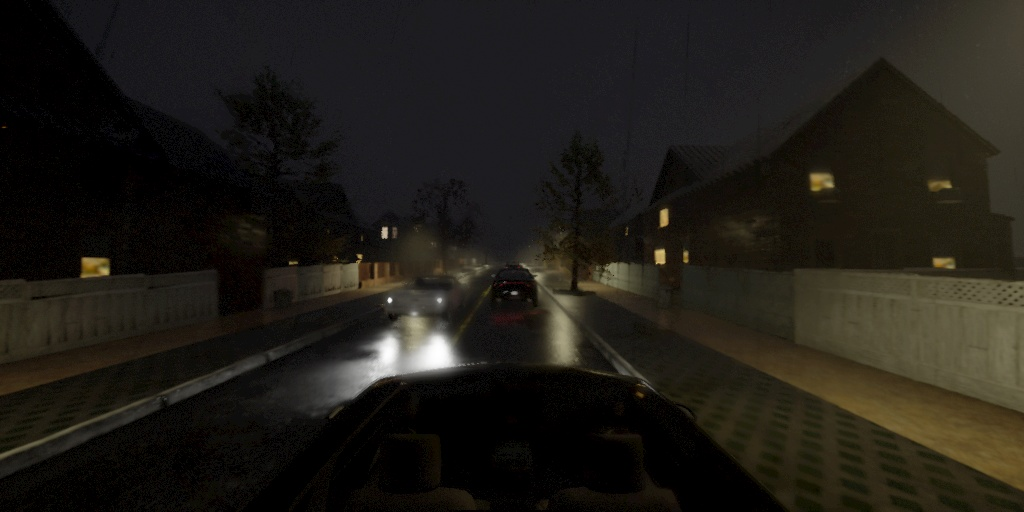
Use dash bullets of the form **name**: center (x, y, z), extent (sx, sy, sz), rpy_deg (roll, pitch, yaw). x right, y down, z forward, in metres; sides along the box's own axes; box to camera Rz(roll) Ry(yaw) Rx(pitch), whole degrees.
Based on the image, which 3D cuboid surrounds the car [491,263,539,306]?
- **car**: center (0.104, 1.239, 15.835), extent (1.882, 1.535, 5.008), rpy_deg (0, 0, 0)

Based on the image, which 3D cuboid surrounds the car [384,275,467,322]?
- **car**: center (-2.788, 1.359, 12.496), extent (1.895, 1.301, 4.718), rpy_deg (0, 0, 1)
